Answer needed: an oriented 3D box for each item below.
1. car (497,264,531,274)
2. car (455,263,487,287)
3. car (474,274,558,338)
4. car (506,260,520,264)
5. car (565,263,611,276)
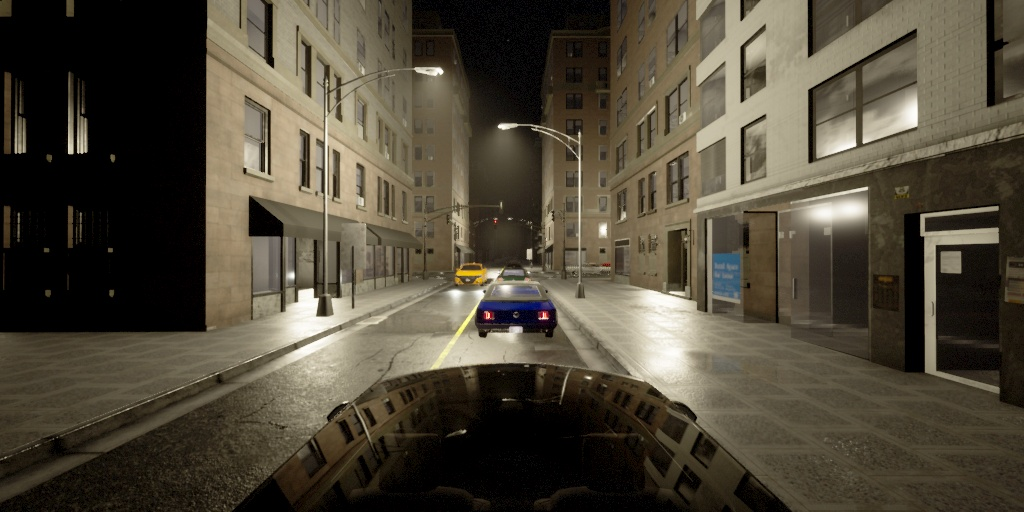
[{"bbox_3d":[0.092,1.321,20.073,1.994,1.385,4.181,0,0,0],"label":"car"},{"bbox_3d":[-2.758,1.242,24.925,1.882,1.535,5.008,0,0,0],"label":"car"},{"bbox_3d":[0.099,1.352,10.184,1.895,1.301,4.718,0,0,0],"label":"car"},{"bbox_3d":[0.187,1.277,52.892,1.882,1.535,5.008,0,0,-1],"label":"car"},{"bbox_3d":[7.716,1.379,37.305,4.718,1.301,1.895,0,0,-2],"label":"car"}]
